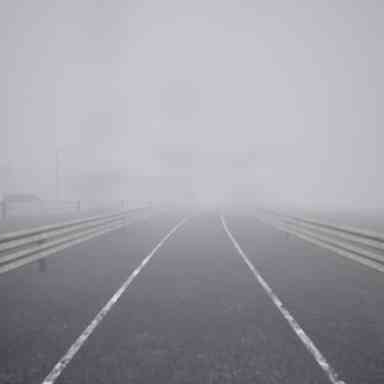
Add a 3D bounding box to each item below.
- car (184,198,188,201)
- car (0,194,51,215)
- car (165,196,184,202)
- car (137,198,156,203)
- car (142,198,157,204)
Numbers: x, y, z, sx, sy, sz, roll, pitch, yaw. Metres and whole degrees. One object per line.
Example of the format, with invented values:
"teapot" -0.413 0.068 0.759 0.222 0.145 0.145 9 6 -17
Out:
"car" -3.280 2.345 93.667 1.837 1.490 4.892 0 -1 19
"car" -17.602 1.256 35.548 2.150 2.045 5.566 0 -1 15
"car" -4.539 1.880 79.134 2.150 2.045 5.566 0 -1 18
"car" -10.245 2.173 72.891 1.895 1.301 4.718 0 -1 18
"car" -10.605 2.213 83.072 1.837 1.490 4.892 0 -1 19
